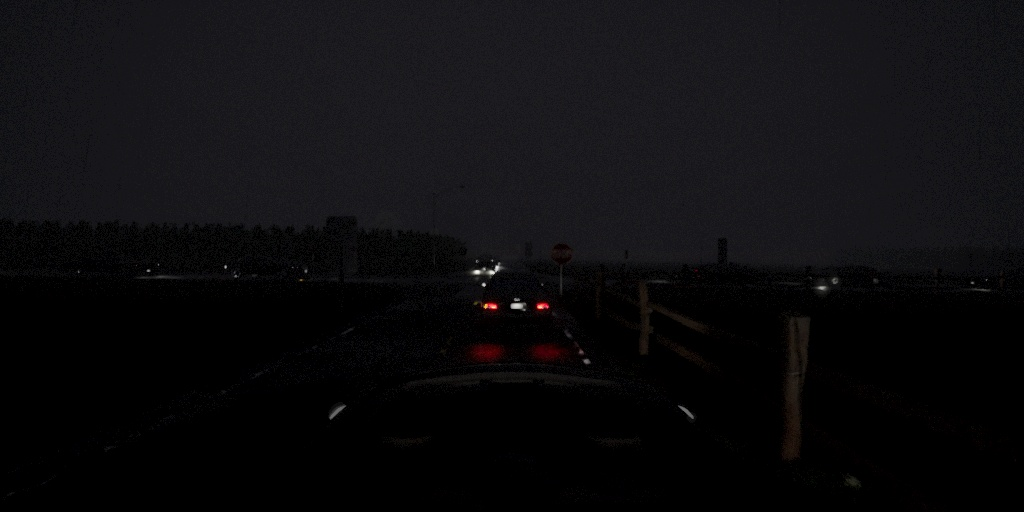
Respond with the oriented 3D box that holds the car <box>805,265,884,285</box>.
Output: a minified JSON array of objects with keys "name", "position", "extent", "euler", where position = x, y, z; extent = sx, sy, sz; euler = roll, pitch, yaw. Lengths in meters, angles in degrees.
[{"name":"car","position":[24.323,1.373,26.313],"extent":[4.892,1.490,1.837],"euler":[1,0,0]}]

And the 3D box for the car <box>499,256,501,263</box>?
[{"name":"car","position":[-2.934,0.643,50.606],"extent":[1.895,1.301,4.718],"euler":[0,1,0]}]

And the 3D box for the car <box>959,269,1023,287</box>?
[{"name":"car","position":[36.504,1.633,26.370],"extent":[5.357,1.411,2.033],"euler":[1,0,0]}]

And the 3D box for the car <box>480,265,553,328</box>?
[{"name":"car","position":[0.045,1.166,10.756],"extent":[2.033,1.411,5.357],"euler":[0,1,-1]}]

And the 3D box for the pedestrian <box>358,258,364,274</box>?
[{"name":"pedestrian","position":[-12.229,0.769,29.145],"extent":[0.375,1.300,0.375],"euler":[0,-1,0]}]

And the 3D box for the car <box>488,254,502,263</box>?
[{"name":"car","position":[-2.903,0.416,62.580],"extent":[2.033,1.411,5.357],"euler":[0,1,0]}]

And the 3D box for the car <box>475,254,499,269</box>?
[{"name":"car","position":[-2.918,0.547,40.000],"extent":[2.097,1.767,4.553],"euler":[0,1,0]}]

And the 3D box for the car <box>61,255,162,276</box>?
[{"name":"car","position":[-25.611,0.599,23.100],"extent":[4.718,1.301,1.895],"euler":[1,0,0]}]

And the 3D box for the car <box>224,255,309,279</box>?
[{"name":"car","position":[-15.702,0.665,23.113],"extent":[4.902,1.511,2.128],"euler":[1,0,1]}]

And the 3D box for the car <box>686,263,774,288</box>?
[{"name":"car","position":[14.257,1.196,23.347],"extent":[4.902,1.511,2.128],"euler":[1,0,0]}]

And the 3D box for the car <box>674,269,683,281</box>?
[{"name":"car","position":[14.378,1.216,26.258],"extent":[4.674,1.442,1.812],"euler":[1,0,0]}]
